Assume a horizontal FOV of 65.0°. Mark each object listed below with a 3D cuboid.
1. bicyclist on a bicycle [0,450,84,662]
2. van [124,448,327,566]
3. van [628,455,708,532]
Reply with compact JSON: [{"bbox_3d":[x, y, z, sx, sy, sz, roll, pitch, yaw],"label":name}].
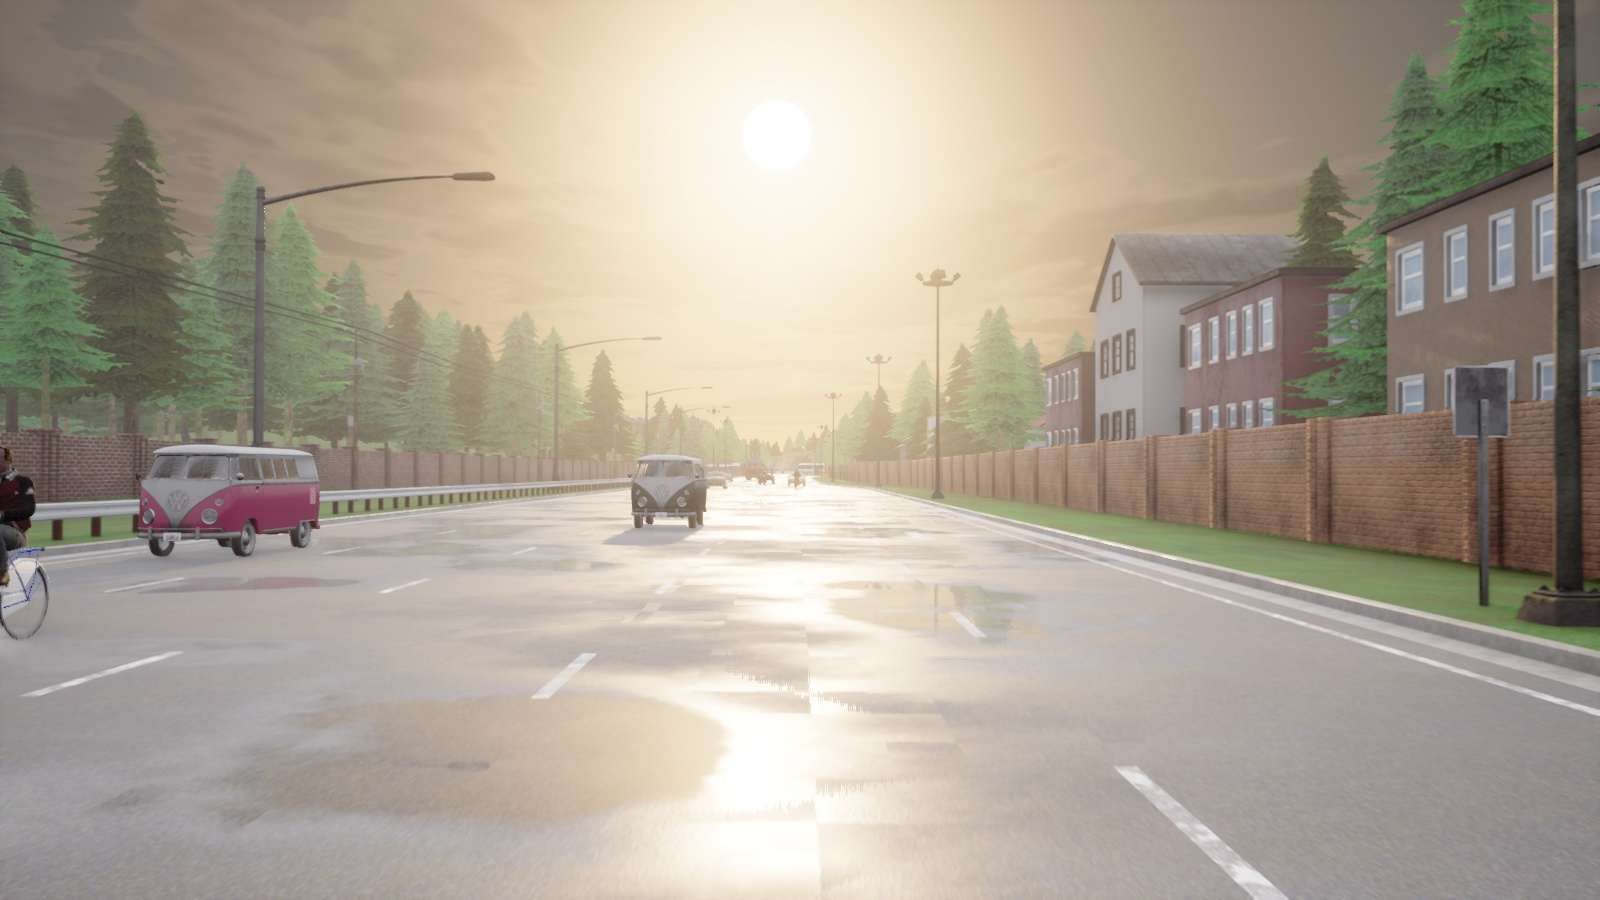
[{"bbox_3d":[-7.027,0.895,10.824,0.659,1.776,1.843,0,-1,0],"label":"bicyclist on a bicycle"},{"bbox_3d":[-10.559,1.003,23.474,1.775,1.987,4.442,0,-1,0],"label":"van"},{"bbox_3d":[-3.587,1.165,34.816,1.775,1.987,4.442,0,-1,0],"label":"van"}]
